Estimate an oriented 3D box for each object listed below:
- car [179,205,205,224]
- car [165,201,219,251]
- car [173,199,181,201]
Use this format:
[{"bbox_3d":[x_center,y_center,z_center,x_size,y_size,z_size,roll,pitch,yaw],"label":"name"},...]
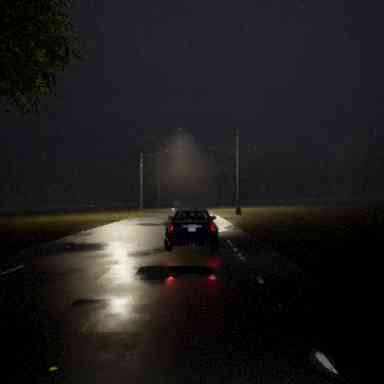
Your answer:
[{"bbox_3d":[0.001,1.947,29.695,2.033,1.411,5.357,0,-1,0],"label":"car"},{"bbox_3d":[0.001,1.457,14.644,2.097,1.767,4.553,0,-1,0],"label":"car"},{"bbox_3d":[-3.498,2.634,76.805,2.150,2.045,5.566,0,-1,0],"label":"car"}]
